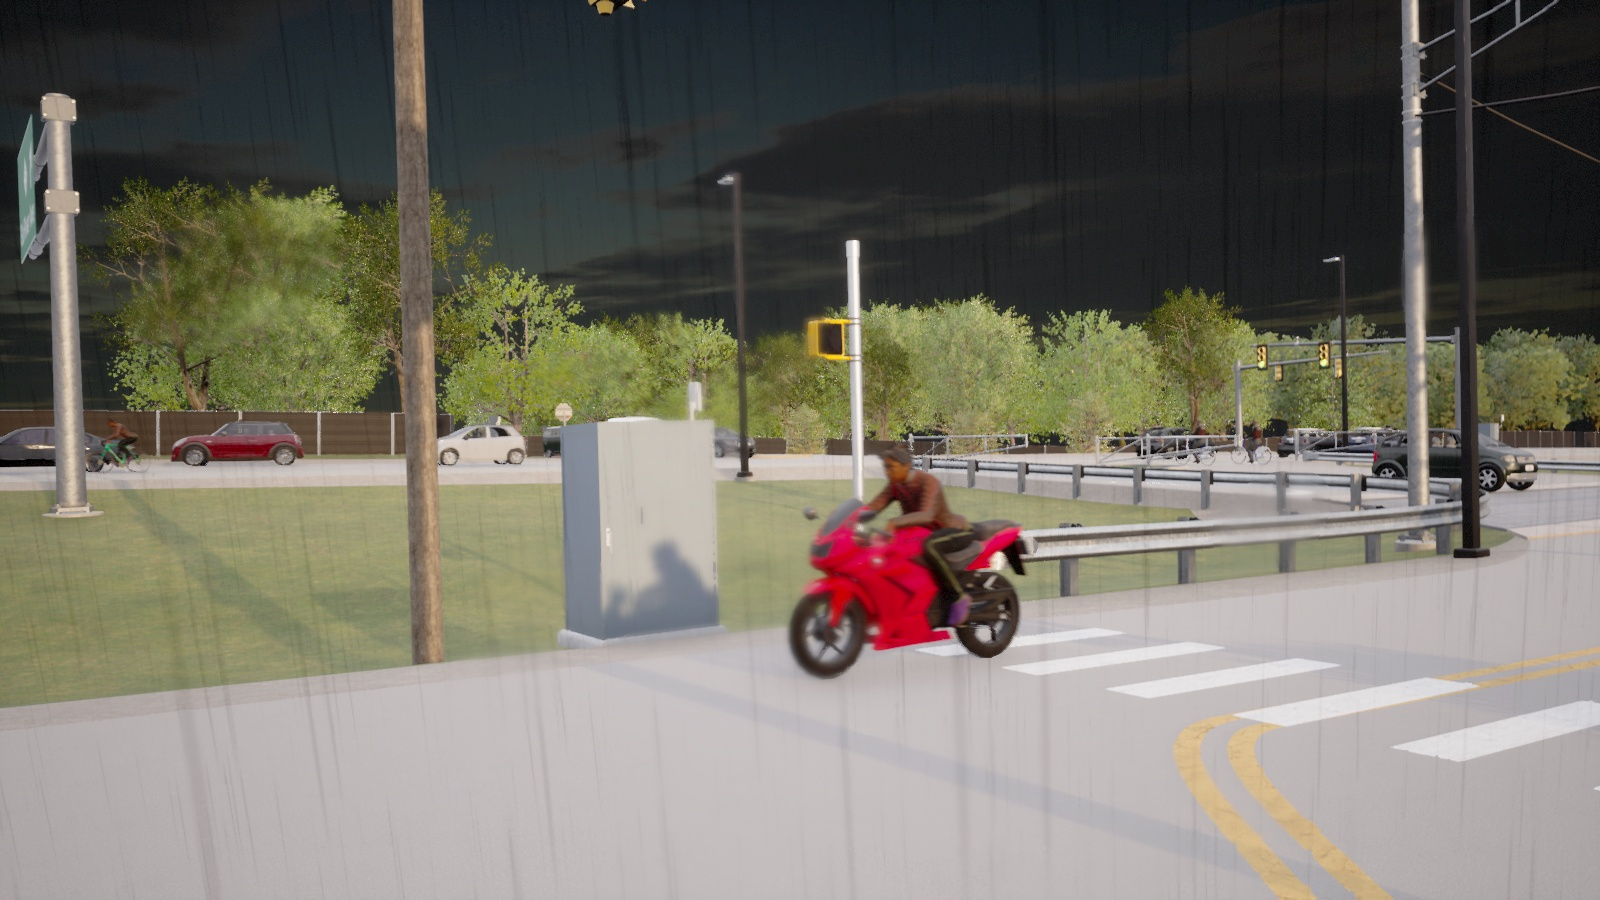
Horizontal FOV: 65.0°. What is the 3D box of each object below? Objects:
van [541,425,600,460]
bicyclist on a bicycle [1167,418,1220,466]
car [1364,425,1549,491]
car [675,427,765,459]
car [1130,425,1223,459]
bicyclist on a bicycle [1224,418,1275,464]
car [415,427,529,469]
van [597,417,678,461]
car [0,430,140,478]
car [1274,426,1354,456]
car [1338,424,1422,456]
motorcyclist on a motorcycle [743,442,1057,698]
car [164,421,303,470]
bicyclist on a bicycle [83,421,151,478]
[{"bbox_3d":[-13.891,-0.416,75.790,1.775,1.987,4.442,-2,0,-35],"label":"van"},{"bbox_3d":[14.966,-0.336,47.788,0.659,1.776,1.843,-1,2,-36],"label":"bicyclist on a bicycle"},{"bbox_3d":[16.431,0.183,31.577,1.789,1.549,3.705,-1,0,-34],"label":"car"},{"bbox_3d":[-3.959,-0.348,61.437,2.128,1.511,4.902,-1,1,-35],"label":"car"},{"bbox_3d":[17.268,-0.353,57.509,4.193,1.474,1.816,0,0,-34],"label":"car"},{"bbox_3d":[17.825,-0.358,49.809,0.659,1.776,1.843,-1,2,-35],"label":"bicyclist on a bicycle"},{"bbox_3d":[-12.027,-0.086,46.052,3.633,1.501,1.845,-1,0,-34],"label":"car"},{"bbox_3d":[-7.937,-0.526,60.984,2.069,2.038,4.480,-1,1,-34],"label":"van"},{"bbox_3d":[-23.312,0.105,38.377,5.357,1.411,2.033,-1,0,-34],"label":"car"},{"bbox_3d":[25.971,-0.473,63.426,3.806,1.475,1.970,-1,0,-34],"label":"car"},{"bbox_3d":[27.967,-0.484,60.551,3.806,1.475,1.970,-1,0,-34],"label":"car"},{"bbox_3d":[0.702,0.712,8.419,2.044,1.523,0.797,-1,0,-35],"label":"motorcyclist on a motorcycle"},{"bbox_3d":[-21.033,-0.191,46.852,4.553,1.767,2.097,0,1,-20],"label":"car"},{"bbox_3d":[-19.851,-0.021,36.499,1.656,1.620,0.582,-1,0,-34],"label":"bicyclist on a bicycle"}]
